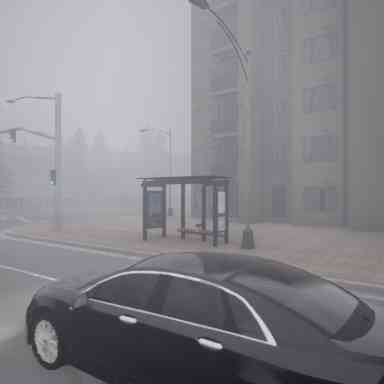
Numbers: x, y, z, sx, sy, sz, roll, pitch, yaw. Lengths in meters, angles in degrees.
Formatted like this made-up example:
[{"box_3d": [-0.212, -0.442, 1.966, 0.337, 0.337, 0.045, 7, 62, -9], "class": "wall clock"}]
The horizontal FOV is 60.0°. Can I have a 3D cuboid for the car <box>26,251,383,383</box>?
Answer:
[{"box_3d": [-0.104, 1.506, 4.056, 4.892, 1.490, 1.837, 0, 0, 35], "class": "car"}]
